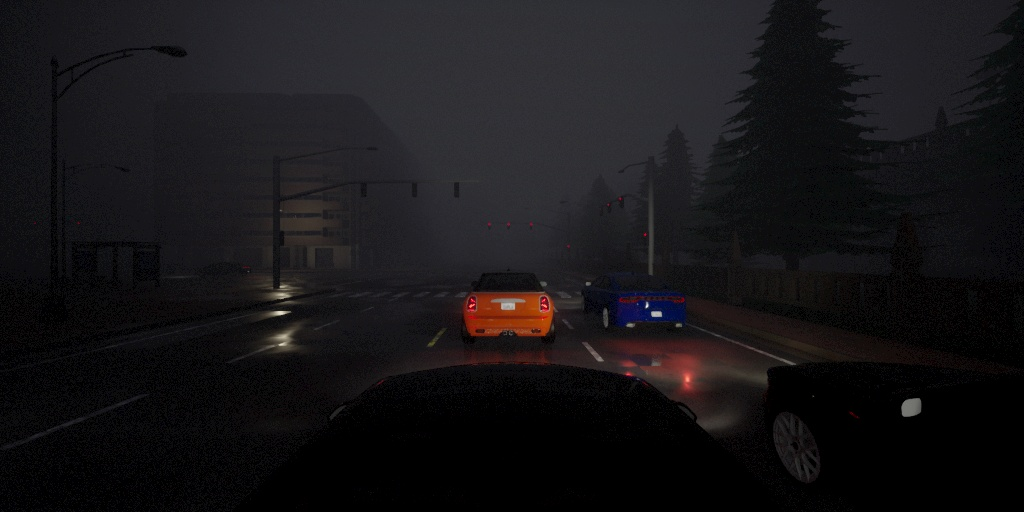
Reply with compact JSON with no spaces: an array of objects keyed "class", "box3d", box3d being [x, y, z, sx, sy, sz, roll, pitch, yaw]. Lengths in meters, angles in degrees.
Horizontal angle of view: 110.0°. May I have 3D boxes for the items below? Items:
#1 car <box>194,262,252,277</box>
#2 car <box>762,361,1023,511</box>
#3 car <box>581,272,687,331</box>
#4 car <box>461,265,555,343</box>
[{"class":"car","box3d":[-28.684,1.310,35.651,4.892,1.490,1.837,0,0,-1]},{"class":"car","box3d":[3.288,1.228,1.453,1.882,1.535,5.008,0,0,3]},{"class":"car","box3d":[3.419,1.228,10.979,1.882,1.535,5.008,0,0,0]},{"class":"car","box3d":[-0.081,1.102,9.835,2.097,1.767,4.553,0,0,0]}]
